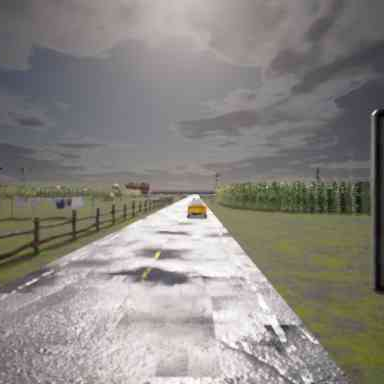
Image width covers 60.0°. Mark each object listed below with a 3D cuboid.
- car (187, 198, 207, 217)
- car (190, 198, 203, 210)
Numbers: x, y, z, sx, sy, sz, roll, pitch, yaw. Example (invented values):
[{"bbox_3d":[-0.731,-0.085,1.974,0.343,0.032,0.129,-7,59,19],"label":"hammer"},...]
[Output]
[{"bbox_3d":[0.487,1.607,33.203,1.882,1.535,5.008,0,0,1],"label":"car"},{"bbox_3d":[0.665,1.700,48.233,1.837,1.490,4.892,0,0,1],"label":"car"}]
